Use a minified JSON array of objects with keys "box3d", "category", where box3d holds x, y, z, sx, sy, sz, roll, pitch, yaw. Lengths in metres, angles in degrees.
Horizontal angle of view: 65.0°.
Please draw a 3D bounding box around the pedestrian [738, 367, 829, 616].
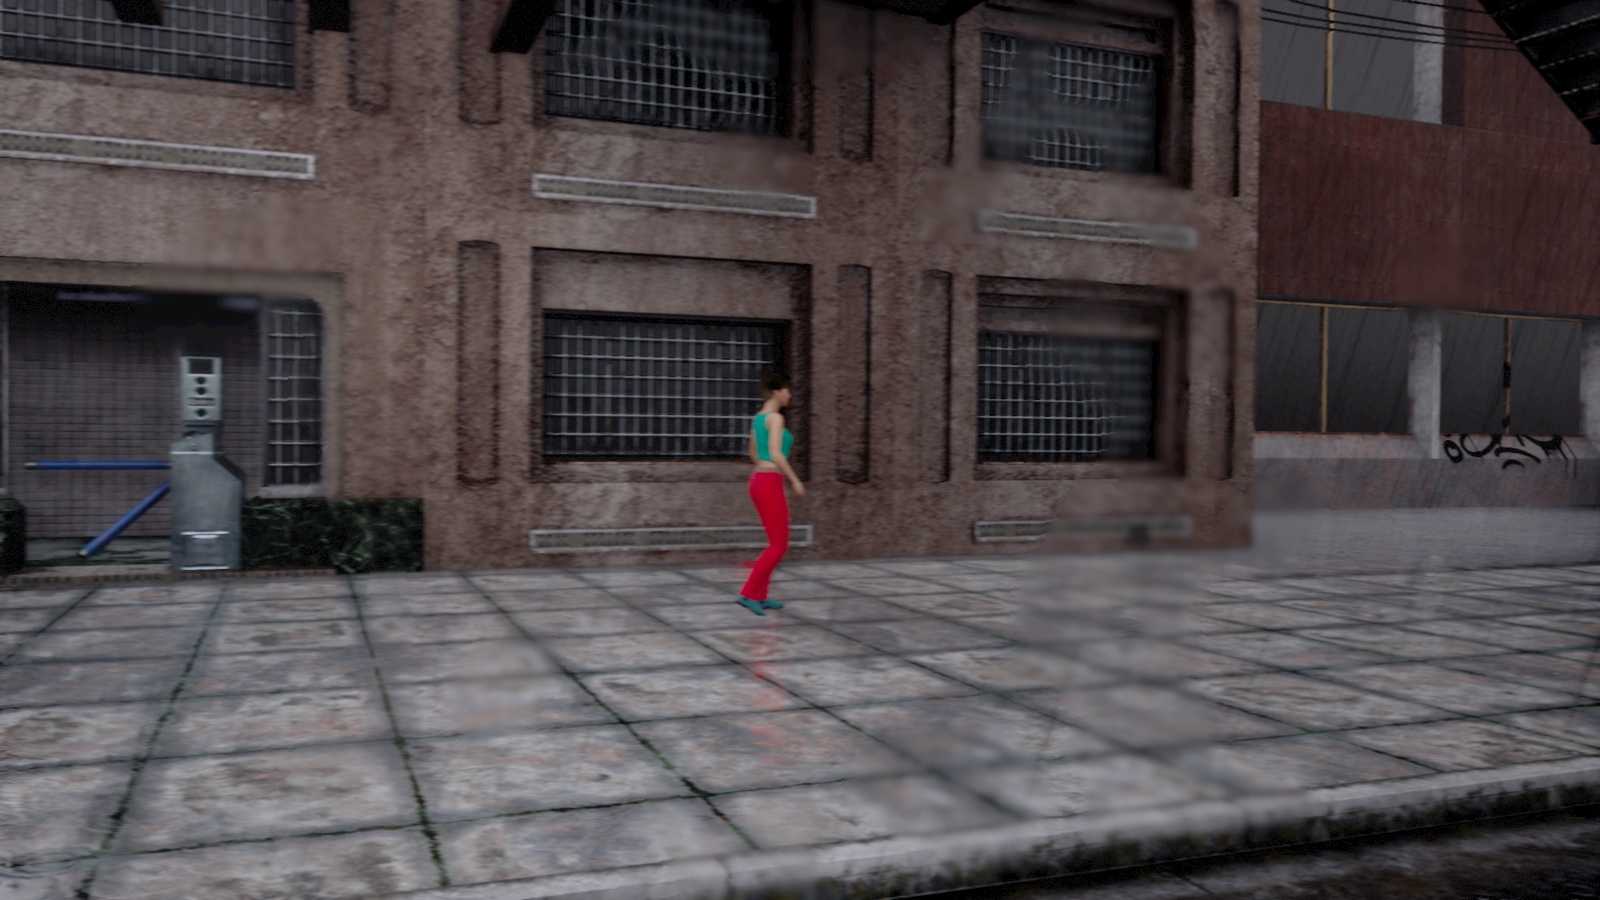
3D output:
[{"box3d":[-0.125,0.301,9.520,0.594,1.836,0.345,-1,1,-18],"category":"pedestrian"}]
